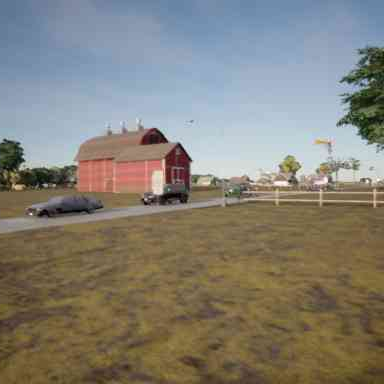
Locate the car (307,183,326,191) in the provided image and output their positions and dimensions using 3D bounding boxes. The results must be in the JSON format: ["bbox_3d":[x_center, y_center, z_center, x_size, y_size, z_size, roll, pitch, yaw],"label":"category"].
[{"bbox_3d":[23.463,-0.853,63.676,2.033,1.411,5.357,0,2,35],"label":"car"}]

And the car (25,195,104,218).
[{"bbox_3d":[-8.777,0.934,23.438,2.033,1.411,5.357,0,2,35],"label":"car"}]

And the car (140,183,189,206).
[{"bbox_3d":[-2.524,0.206,32.219,2.150,2.045,5.566,0,2,36],"label":"car"}]

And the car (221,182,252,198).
[{"bbox_3d":[6.046,-0.321,44.232,2.150,2.045,5.566,0,2,36],"label":"car"}]

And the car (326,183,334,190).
[{"bbox_3d":[29.685,-1.218,72.586,1.837,1.490,4.892,0,2,35],"label":"car"}]
